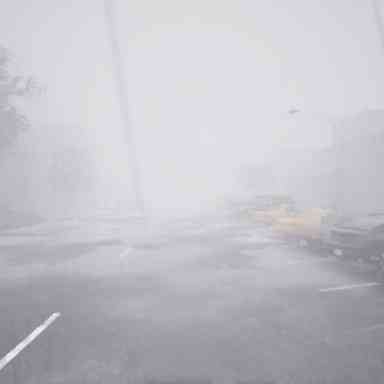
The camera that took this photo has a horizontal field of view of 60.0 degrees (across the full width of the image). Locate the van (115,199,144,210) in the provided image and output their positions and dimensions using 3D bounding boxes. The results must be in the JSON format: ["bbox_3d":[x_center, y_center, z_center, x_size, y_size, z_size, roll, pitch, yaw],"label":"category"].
[{"bbox_3d":[-11.347,2.186,59.314,4.442,1.987,1.878,1,-4,-20],"label":"van"}]

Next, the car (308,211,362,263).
[{"bbox_3d":[6.435,1.487,10.305,4.892,1.521,2.231,1,0,-20],"label":"car"}]

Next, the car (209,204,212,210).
[{"bbox_3d":[6.328,2.673,63.019,4.674,1.452,2.002,2,-4,-20],"label":"car"}]

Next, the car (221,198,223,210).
[{"bbox_3d":[6.458,1.588,39.642,4.892,1.521,2.231,1,-2,-20],"label":"car"}]

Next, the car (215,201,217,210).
[{"bbox_3d":[6.604,1.832,48.479,5.366,1.575,1.946,2,-3,-20],"label":"car"}]

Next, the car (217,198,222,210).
[{"bbox_3d":[6.453,1.731,45.486,4.892,1.521,2.231,2,-2,-20],"label":"car"}]

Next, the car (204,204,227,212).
[{"bbox_3d":[6.055,4.204,86.464,5.566,2.045,2.435,3,-6,-21],"label":"car"}]

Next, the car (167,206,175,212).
[{"bbox_3d":[-5.384,4.497,85.906,1.994,1.385,4.181,0,-5,-1],"label":"car"}]

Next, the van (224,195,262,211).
[{"bbox_3d":[6.569,1.425,42.610,4.442,1.987,1.878,1,-2,-20],"label":"van"}]

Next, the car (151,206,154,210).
[{"bbox_3d":[-11.586,3.367,74.198,4.553,1.767,2.185,1,-5,-21],"label":"car"}]

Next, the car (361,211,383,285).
[{"bbox_3d":[6.470,1.358,7.374,4.553,1.767,2.185,1,0,-20],"label":"car"}]

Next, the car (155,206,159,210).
[{"bbox_3d":[-11.661,4.732,89.159,5.366,1.575,1.946,1,-6,-21],"label":"car"}]

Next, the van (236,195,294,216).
[{"bbox_3d":[6.374,1.287,27.859,4.442,1.987,1.878,1,0,-20],"label":"van"}]

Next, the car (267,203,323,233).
[{"bbox_3d":[6.632,1.493,16.236,5.366,1.575,1.946,1,0,-20],"label":"car"}]

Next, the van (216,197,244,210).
[{"bbox_3d":[6.487,2.032,57.235,4.442,1.987,1.878,2,-4,-20],"label":"van"}]

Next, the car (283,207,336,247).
[{"bbox_3d":[6.417,1.519,13.232,4.792,1.488,2.163,1,0,-20],"label":"car"}]

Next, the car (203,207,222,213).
[{"bbox_3d":[5.869,5.231,95.191,5.008,1.535,2.097,3,-6,-21],"label":"car"}]

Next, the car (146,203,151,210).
[{"bbox_3d":[-11.495,2.573,65.264,5.566,2.045,2.435,1,-5,-21],"label":"car"}]

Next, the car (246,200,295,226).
[{"bbox_3d":[6.647,1.503,22.098,5.366,1.575,1.946,1,0,-20],"label":"car"}]

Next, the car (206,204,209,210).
[{"bbox_3d":[6.235,3.271,71.807,5.008,1.535,2.097,2,-5,-21],"label":"car"}]

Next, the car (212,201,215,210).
[{"bbox_3d":[6.403,2.092,54.254,5.008,1.535,2.097,2,-3,-20],"label":"car"}]

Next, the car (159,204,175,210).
[{"bbox_3d":[-5.164,3.201,69.701,1.994,1.385,4.181,0,-4,-1],"label":"car"}]

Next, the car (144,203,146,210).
[{"bbox_3d":[-11.516,2.485,62.241,4.553,1.767,2.185,1,-4,-20],"label":"car"}]

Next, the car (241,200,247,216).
[{"bbox_3d":[6.504,1.539,24.981,4.792,1.488,2.163,1,0,-20],"label":"car"}]

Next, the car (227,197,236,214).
[{"bbox_3d":[6.307,1.513,30.774,5.366,1.575,1.946,1,0,-20],"label":"car"}]

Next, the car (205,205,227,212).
[{"bbox_3d":[6.066,4.204,83.507,4.892,1.521,2.231,3,-6,-21],"label":"car"}]

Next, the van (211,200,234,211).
[{"bbox_3d":[6.373,2.832,68.939,4.442,1.987,1.878,2,-5,-20],"label":"van"}]

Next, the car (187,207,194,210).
[{"bbox_3d":[-0.400,4.621,86.991,1.895,1.301,4.718,0,-5,-1],"label":"car"}]

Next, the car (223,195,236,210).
[{"bbox_3d":[6.457,1.275,33.765,5.566,2.045,2.435,1,0,-20],"label":"car"}]
